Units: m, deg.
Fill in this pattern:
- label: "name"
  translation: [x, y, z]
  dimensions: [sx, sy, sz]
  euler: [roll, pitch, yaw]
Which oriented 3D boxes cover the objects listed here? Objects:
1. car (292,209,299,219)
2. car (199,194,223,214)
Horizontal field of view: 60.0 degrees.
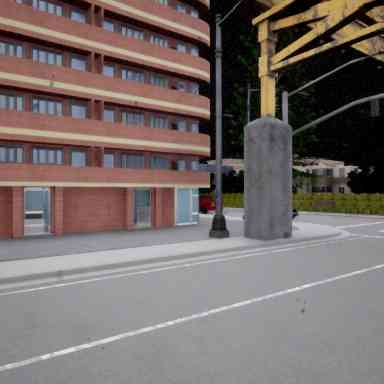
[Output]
- label: "car"
  translation: [6.748, 1.616, 28.496]
  dimensions: [1.895, 1.301, 4.718]
  euler: [0, 0, -35]
- label: "car"
  translation: [1.025, 1.258, 36.568]
  dimensions: [2.150, 2.045, 5.566]
  euler: [0, 0, -35]
